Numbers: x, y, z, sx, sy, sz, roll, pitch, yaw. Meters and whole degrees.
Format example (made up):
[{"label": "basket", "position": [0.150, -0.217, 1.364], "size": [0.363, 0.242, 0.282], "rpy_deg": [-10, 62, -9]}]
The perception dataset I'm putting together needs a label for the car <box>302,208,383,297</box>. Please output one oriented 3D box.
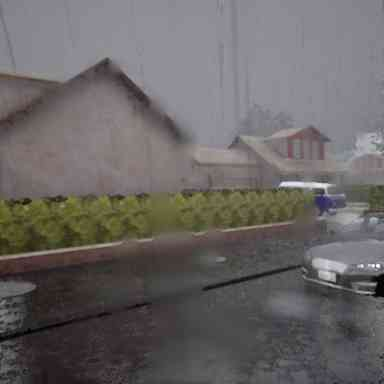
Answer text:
[{"label": "car", "position": [4.581, 1.258, 7.688], "size": [4.902, 1.511, 2.128], "rpy_deg": [-2, 1, -34]}]
